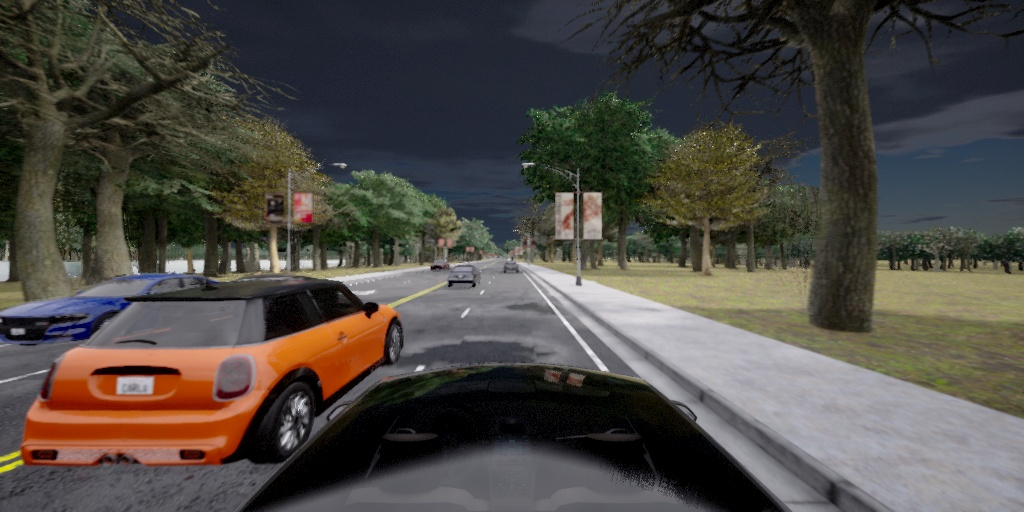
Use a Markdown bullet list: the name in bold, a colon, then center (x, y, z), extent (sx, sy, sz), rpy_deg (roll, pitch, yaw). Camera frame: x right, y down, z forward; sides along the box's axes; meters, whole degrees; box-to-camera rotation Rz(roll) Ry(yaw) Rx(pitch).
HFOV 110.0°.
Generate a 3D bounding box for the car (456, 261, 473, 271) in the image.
- **car**: center (-6.806, 1.457, 51.601), extent (1.895, 1.301, 4.718), rpy_deg (0, 0, 0)

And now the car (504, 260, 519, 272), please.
- **car**: center (-0.096, 1.329, 47.161), extent (2.128, 1.511, 4.902), rpy_deg (0, 0, 0)

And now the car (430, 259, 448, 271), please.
- **car**: center (-10.047, 1.205, 50.197), extent (2.097, 1.767, 4.553), rpy_deg (0, 0, 0)

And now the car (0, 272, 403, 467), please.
- **car**: center (-3.151, 1.104, 5.123), extent (2.097, 1.767, 4.553), rpy_deg (0, 0, 0)

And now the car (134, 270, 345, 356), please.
- **car**: center (-6.606, 1.235, 9.663), extent (1.882, 1.535, 5.008), rpy_deg (0, 0, 0)

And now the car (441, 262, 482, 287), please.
- **car**: center (-3.199, 1.326, 24.710), extent (2.033, 1.411, 5.357), rpy_deg (0, 0, 0)

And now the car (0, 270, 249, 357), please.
- **car**: center (-9.858, 1.237, 9.649), extent (1.882, 1.535, 5.008), rpy_deg (0, 0, 0)
